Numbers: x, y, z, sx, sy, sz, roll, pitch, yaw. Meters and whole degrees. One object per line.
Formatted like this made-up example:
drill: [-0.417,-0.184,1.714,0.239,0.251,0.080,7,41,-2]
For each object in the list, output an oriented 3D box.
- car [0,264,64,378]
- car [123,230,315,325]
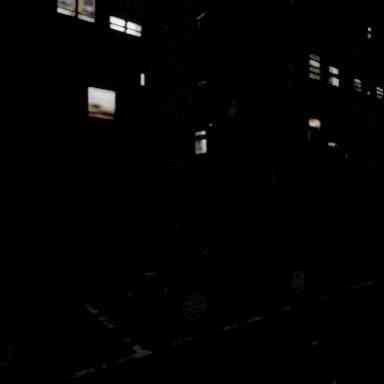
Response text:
car: [-3.833,1.550,3.825,4.403,1.369,2.008,0,0,-35]
car: [0.756,1.549,7.097,4.507,1.381,1.887,0,0,-35]
